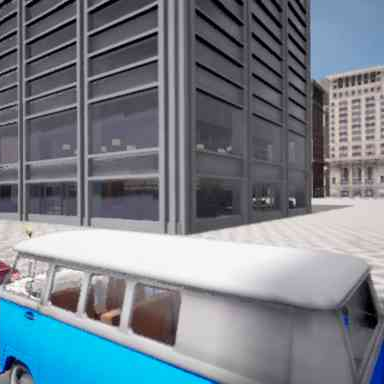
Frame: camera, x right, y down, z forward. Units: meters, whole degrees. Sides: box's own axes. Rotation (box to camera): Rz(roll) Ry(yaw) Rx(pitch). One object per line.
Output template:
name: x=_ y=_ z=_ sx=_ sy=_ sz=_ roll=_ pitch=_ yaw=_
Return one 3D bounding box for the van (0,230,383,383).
van: x=-0.334 y=1.346 z=3.207 sx=3.998 sy=1.788 sz=1.690 roll=0 pitch=0 yaw=36
